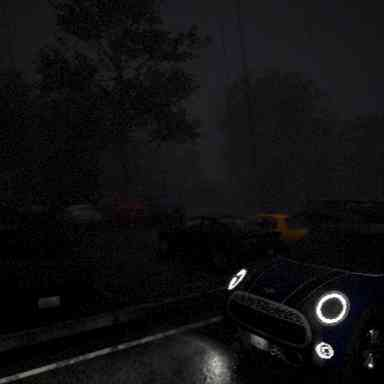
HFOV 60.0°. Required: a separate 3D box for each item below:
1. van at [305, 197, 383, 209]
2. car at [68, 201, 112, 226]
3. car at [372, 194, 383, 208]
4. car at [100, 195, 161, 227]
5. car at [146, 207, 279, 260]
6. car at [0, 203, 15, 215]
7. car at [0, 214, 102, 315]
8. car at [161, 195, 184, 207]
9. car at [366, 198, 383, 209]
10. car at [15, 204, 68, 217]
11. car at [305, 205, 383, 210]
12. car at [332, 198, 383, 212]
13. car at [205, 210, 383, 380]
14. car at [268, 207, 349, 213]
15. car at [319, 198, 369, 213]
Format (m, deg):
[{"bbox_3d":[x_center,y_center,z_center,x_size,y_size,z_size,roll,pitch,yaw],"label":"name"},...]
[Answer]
[{"bbox_3d":[7.603,1.256,15.758,1.878,1.987,4.442,0,0,-36],"label":"van"},{"bbox_3d":[-7.179,1.508,21.409,2.002,1.452,4.674,0,0,-36],"label":"car"},{"bbox_3d":[29.145,1.300,47.413,2.435,2.045,5.566,0,0,-36],"label":"car"},{"bbox_3d":[-4.798,1.220,23.079,2.435,2.045,5.566,0,0,-36],"label":"car"},{"bbox_3d":[0.698,1.467,10.959,2.097,1.535,5.008,0,0,-36],"label":"car"},{"bbox_3d":[-11.596,1.215,18.221,2.435,2.045,5.566,0,0,-36],"label":"car"},{"bbox_3d":[-3.850,1.495,7.679,2.163,1.488,4.792,0,0,-36],"label":"car"},{"bbox_3d":[-2.633,1.225,24.627,2.435,2.045,5.566,0,0,-36],"label":"car"},{"bbox_3d":[26.920,1.575,45.752,2.163,1.488,4.792,0,0,-36],"label":"car"},{"bbox_3d":[-9.342,1.467,19.860,2.097,1.535,5.008,0,0,-36],"label":"car"},{"bbox_3d":[5.237,1.506,14.246,2.163,1.488,4.792,0,0,-36],"label":"car"},{"bbox_3d":[20.237,1.527,40.783,1.946,1.575,5.366,0,0,-36],"label":"car"},{"bbox_3d":[2.694,1.351,5.604,4.553,1.767,2.097,0,0,-35],"label":"car"},{"bbox_3d":[2.865,1.468,12.743,1.946,1.575,5.366,0,0,-36],"label":"car"},{"bbox_3d":[17.867,1.526,39.323,2.231,1.521,4.892,0,0,-36],"label":"car"}]
